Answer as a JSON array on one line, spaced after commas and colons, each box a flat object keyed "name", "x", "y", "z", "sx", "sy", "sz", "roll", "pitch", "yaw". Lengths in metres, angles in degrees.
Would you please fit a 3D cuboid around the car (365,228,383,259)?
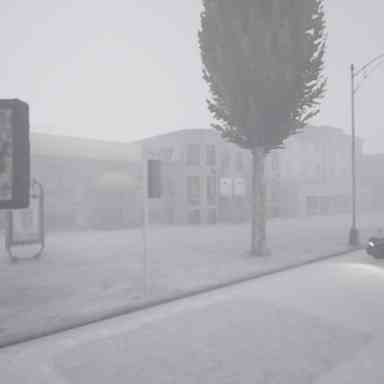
[{"name": "car", "x": 8.118, "y": 1.547, "z": 11.797, "sx": 5.357, "sy": 1.411, "sz": 2.033, "roll": 0, "pitch": -1, "yaw": -41}]
